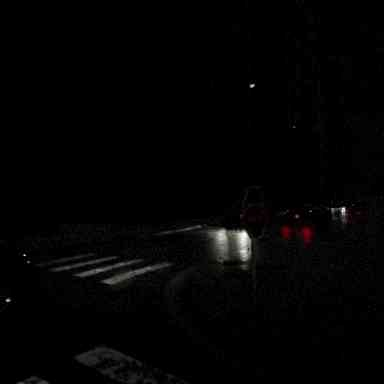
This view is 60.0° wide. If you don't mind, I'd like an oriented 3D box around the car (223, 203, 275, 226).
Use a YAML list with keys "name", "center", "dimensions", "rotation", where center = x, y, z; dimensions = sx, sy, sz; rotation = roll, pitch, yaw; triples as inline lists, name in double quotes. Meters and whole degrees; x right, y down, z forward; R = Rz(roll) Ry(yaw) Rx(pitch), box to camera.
- name: "car"
  center: [3.886, 1.390, 22.286]
  dimensions: [1.882, 1.535, 5.008]
  rotation: [-2, -1, 36]

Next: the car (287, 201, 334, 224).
- name: "car"
  center: [8.030, 1.328, 22.942]
  dimensions: [1.812, 1.442, 4.674]
  rotation: [-2, -1, 36]

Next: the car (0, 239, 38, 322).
- name: "car"
  center: [-5.263, 1.268, 4.810]
  dimensions: [2.150, 2.045, 5.566]
  rotation: [-1, 0, 36]

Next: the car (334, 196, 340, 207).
- name: "car"
  center: [19.188, 1.222, 43.003]
  dimensions: [1.837, 1.490, 4.892]
  rotation: [-2, -1, 37]

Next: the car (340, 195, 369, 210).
- name: "car"
  center: [18.571, 1.157, 37.309]
  dimensions: [2.128, 1.511, 4.902]
  rotation: [-2, -1, 36]
